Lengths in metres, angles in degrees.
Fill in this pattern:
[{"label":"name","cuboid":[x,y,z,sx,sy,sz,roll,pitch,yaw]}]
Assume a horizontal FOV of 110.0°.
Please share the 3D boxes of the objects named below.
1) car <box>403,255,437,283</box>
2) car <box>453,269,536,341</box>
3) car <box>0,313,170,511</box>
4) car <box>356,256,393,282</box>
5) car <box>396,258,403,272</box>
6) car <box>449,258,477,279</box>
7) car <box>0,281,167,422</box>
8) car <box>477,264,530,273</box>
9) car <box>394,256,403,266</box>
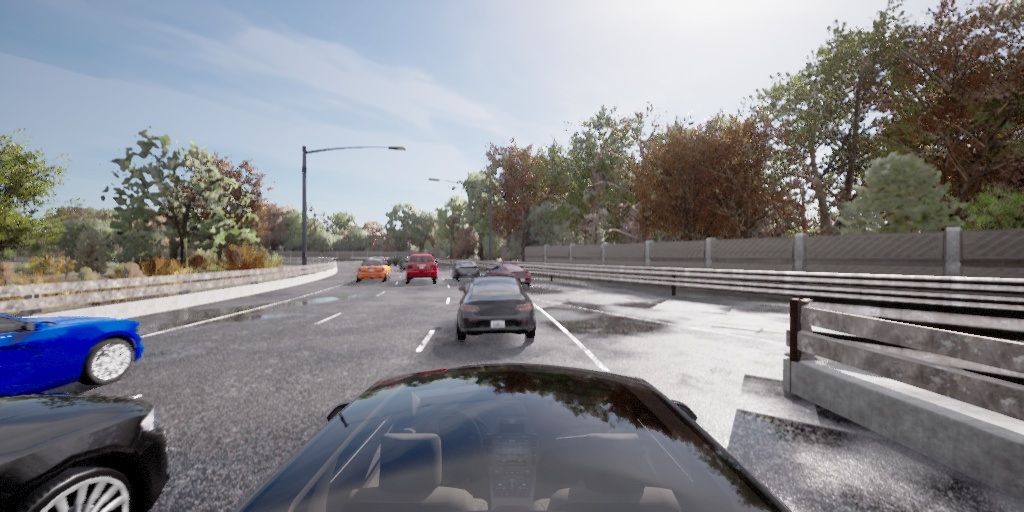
[{"label":"car","cuboid":[-6.923,0.916,27.472,2.150,2.045,5.566,0,0,-14]},{"label":"car","cuboid":[-0.470,1.252,9.724,1.812,1.442,4.674,-1,0,-4]},{"label":"car","cuboid":[-3.459,1.243,0.618,2.128,1.511,4.902,0,0,0]},{"label":"car","cuboid":[-10.782,1.045,28.141,2.097,1.767,4.553,0,0,-15]},{"label":"car","cuboid":[-13.100,1.258,45.222,1.895,1.301,4.718,0,0,-24]},{"label":"car","cuboid":[-3.871,1.183,29.409,2.128,1.511,4.902,0,0,-15]},{"label":"car","cuboid":[-7.056,1.222,3.903,1.882,1.535,5.008,0,0,-2]},{"label":"car","cuboid":[-0.390,1.231,22.987,1.812,1.442,4.674,0,0,-26]},{"label":"car","cuboid":[-18.188,1.169,62.020,2.033,1.411,5.357,0,0,-33]}]
